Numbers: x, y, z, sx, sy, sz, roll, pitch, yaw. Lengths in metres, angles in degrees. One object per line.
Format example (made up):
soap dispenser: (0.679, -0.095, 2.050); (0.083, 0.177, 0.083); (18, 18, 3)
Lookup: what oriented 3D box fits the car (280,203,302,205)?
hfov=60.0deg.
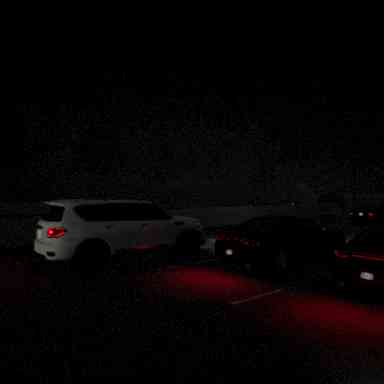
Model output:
car: (12.547, 1.501, 43.033); (1.994, 1.385, 4.181); (0, 0, 44)

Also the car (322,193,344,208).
car: (18.366, 1.139, 44.057); (2.150, 2.045, 5.566); (0, 0, 43)

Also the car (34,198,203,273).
car: (-2.143, 1.225, 10.973); (5.566, 2.045, 2.150); (0, 0, -37)

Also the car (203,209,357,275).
car: (2.960, 1.463, 10.518); (5.008, 1.535, 1.882); (0, 0, -38)

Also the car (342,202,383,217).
car: (12.930, 1.492, 23.532); (5.357, 1.411, 2.033); (0, 0, -43)

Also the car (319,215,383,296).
car: (5.324, 1.456, 7.926); (5.008, 1.535, 1.882); (0, 0, -38)

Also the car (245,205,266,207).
car: (8.863, 1.514, 44.270); (1.994, 1.385, 4.181); (0, 0, 44)
